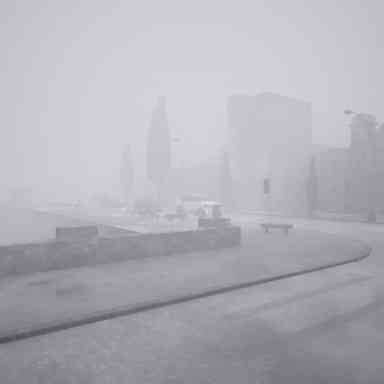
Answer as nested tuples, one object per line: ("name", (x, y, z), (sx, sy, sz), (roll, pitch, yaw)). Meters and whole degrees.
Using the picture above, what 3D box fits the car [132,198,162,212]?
("car", (-5.339, 1.505, 38.746), (1.837, 1.490, 4.892), (0, 0, -36))

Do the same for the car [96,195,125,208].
("car", (-11.372, 1.547, 47.228), (2.033, 1.411, 5.357), (0, 0, -36))

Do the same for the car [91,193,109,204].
("car", (-17.205, 1.221, 62.571), (2.150, 2.045, 5.566), (0, 0, -36))

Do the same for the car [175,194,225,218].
("car", (0.577, 1.221, 30.454), (2.150, 2.045, 5.566), (0, 0, -36))
